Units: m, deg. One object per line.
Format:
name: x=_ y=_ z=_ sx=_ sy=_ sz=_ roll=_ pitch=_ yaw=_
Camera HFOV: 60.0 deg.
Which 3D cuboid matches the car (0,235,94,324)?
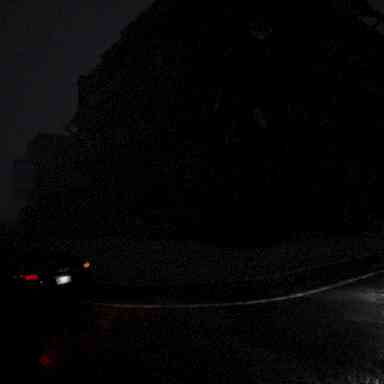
car: x=-4.173 y=1.639 z=7.183 sx=4.181 sy=1.385 sz=1.994 roll=-1 pitch=-2 yaw=28
